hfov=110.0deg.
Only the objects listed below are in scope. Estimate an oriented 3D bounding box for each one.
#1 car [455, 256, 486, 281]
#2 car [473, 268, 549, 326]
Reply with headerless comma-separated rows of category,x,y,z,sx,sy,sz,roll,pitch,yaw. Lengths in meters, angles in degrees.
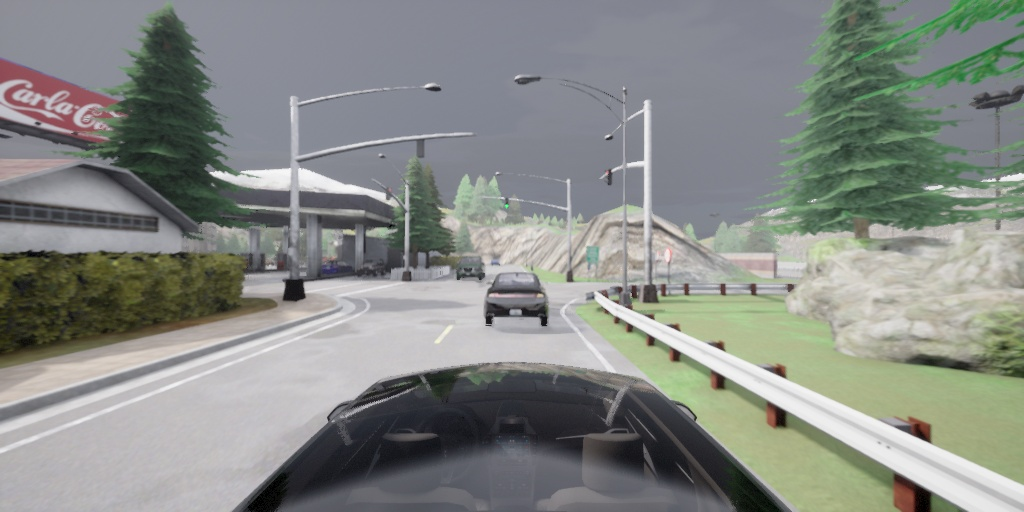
car,-3.496,1.015,31.227,2.150,2.045,5.566,0,1,0
car,0.174,1.266,11.808,2.128,1.511,4.902,0,0,2
